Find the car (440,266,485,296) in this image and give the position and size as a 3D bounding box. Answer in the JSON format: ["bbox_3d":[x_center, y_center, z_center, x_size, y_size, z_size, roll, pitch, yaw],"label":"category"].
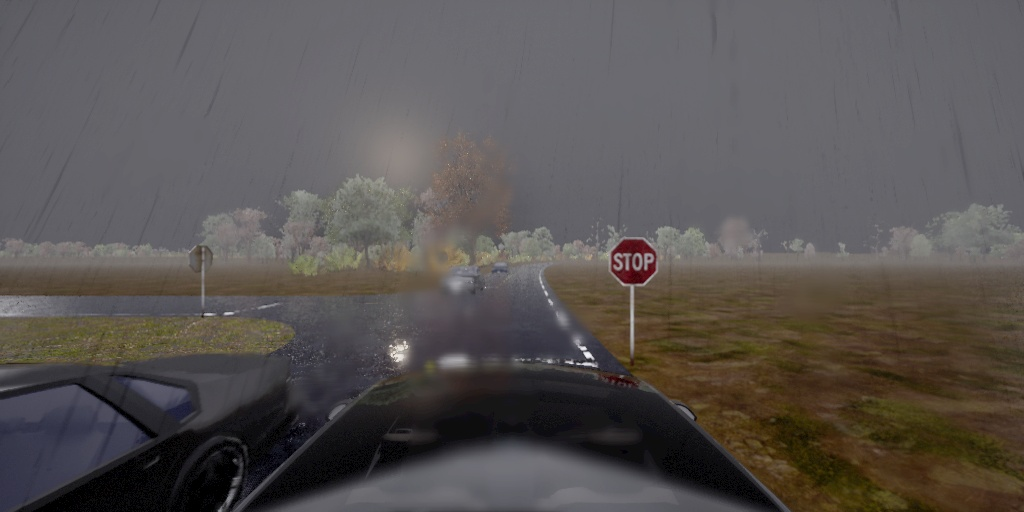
[{"bbox_3d":[-2.599,1.299,19.753,2.128,1.511,4.902,0,0,2],"label":"car"}]

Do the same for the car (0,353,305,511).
[{"bbox_3d":[-3.006,1.297,1.222,2.033,1.411,5.357,0,0,0],"label":"car"}]

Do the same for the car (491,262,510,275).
[{"bbox_3d":[-1.226,1.410,41.942,2.033,1.411,5.357,0,0,5],"label":"car"}]
